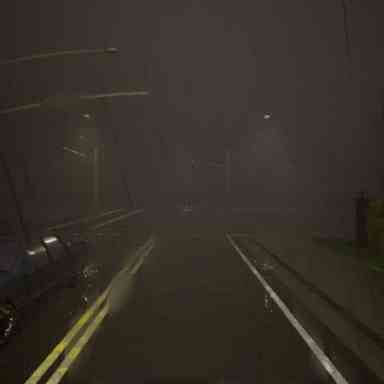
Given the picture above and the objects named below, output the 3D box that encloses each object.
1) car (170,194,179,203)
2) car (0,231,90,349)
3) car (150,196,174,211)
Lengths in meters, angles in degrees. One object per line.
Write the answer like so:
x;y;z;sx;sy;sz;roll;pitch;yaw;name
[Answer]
-3.513;1.162;64.463;2.128;1.511;4.902;0;0;0;car
-3.567;1.523;6.404;2.033;1.411;5.357;0;0;0;car
-3.643;1.493;39.375;1.895;1.301;4.718;0;0;4;car
